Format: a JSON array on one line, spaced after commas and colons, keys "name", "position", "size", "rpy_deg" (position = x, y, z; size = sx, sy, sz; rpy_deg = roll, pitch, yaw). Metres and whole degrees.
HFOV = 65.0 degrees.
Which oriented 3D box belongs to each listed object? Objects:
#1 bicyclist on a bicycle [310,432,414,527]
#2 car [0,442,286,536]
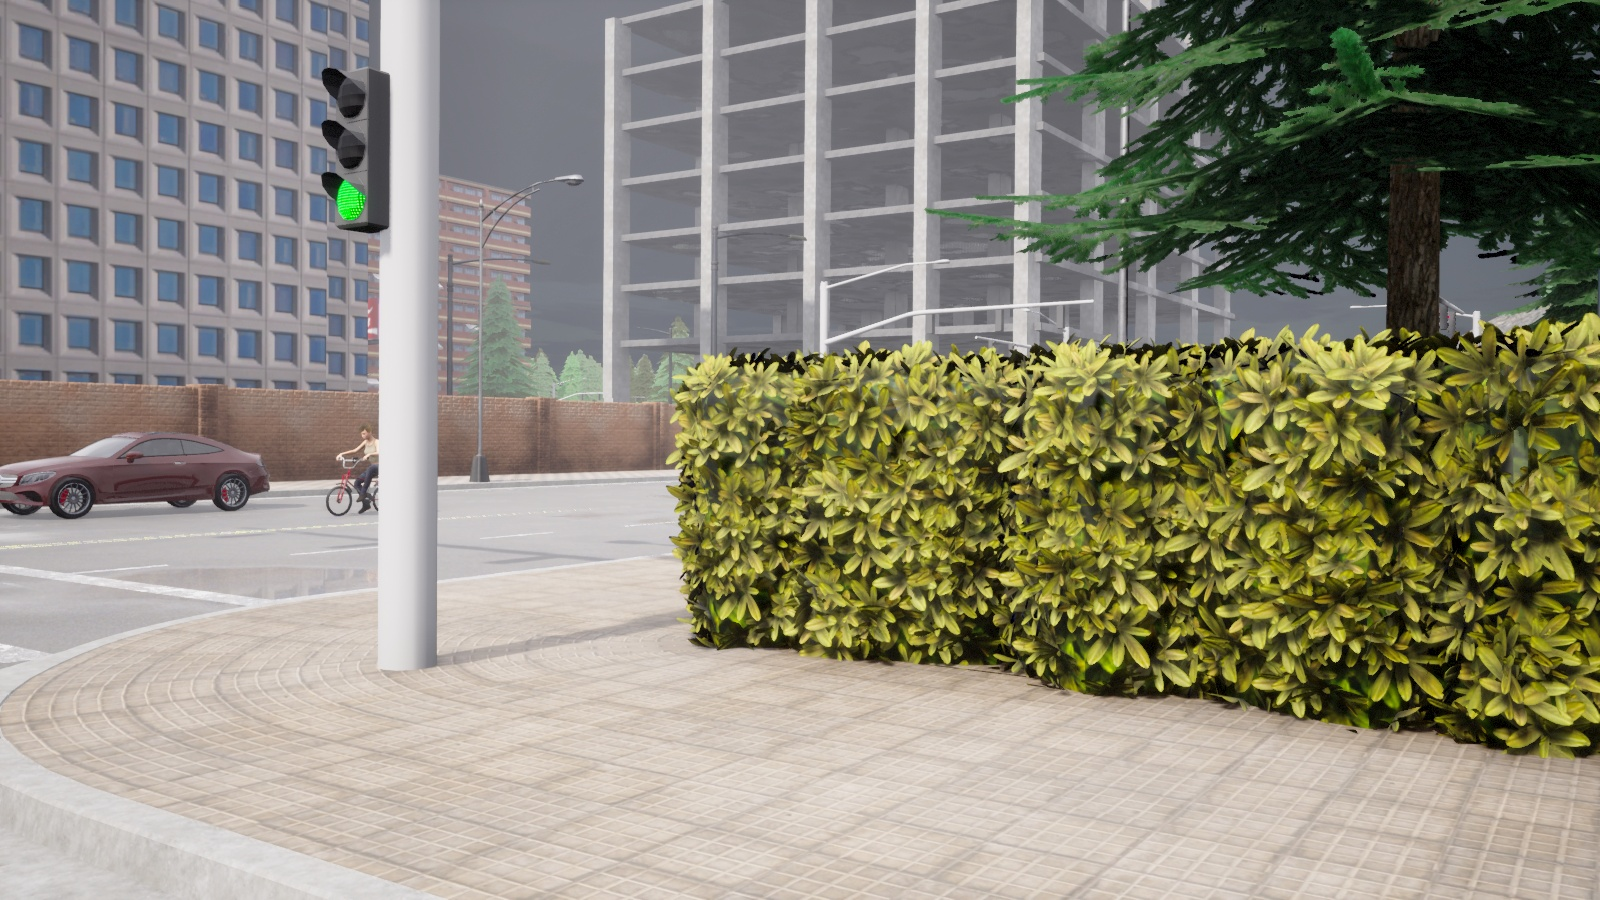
[{"name": "bicyclist on a bicycle", "position": [-7.757, 0.489, 22.290], "size": [0.866, 1.612, 1.509], "rpy_deg": [0, 1, 34]}, {"name": "car", "position": [-11.841, 0.613, 22.469], "size": [1.812, 1.442, 4.674], "rpy_deg": [0, 1, 33]}]
